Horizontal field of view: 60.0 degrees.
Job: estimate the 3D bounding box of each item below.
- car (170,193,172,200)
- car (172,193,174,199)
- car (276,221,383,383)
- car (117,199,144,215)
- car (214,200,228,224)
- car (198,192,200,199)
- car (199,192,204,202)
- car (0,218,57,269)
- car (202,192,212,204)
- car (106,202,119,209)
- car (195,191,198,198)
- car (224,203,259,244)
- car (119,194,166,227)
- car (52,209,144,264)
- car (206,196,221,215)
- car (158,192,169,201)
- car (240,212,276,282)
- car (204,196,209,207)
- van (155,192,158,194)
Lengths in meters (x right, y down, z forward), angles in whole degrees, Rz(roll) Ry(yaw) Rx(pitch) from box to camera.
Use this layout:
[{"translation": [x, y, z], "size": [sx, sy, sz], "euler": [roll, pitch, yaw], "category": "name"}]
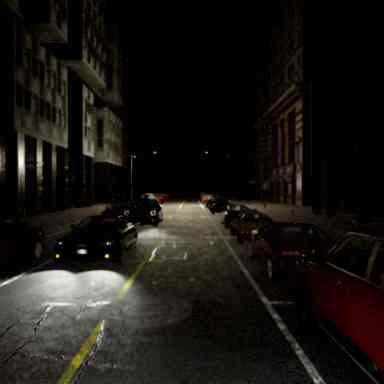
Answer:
[{"translation": [-5.901, 1.077, 71.048], "size": [1.967, 1.590, 4.097], "euler": [0, 0, 0], "category": "car"}, {"translation": [-5.912, 1.161, 76.651], "size": [2.008, 1.369, 4.403], "euler": [0, 0, 0], "category": "car"}, {"translation": [2.754, 1.293, 3.858], "size": [2.192, 1.841, 5.009], "euler": [0, 0, 0], "category": "car"}, {"translation": [-5.825, 1.415, 31.835], "size": [1.802, 1.307, 4.206], "euler": [0, 0, 0], "category": "car"}, {"translation": [2.722, 1.440, 20.665], "size": [2.008, 1.369, 4.403], "euler": [0, 0, 0], "category": "car"}, {"translation": [2.635, 1.187, 65.648], "size": [1.752, 1.417, 4.829], "euler": [0, 0, 0], "category": "car"}, {"translation": [2.657, 1.158, 54.273], "size": [1.967, 1.590, 4.097], "euler": [0, 0, 0], "category": "car"}, {"translation": [-5.781, 1.495, 9.427], "size": [1.887, 1.381, 4.507], "euler": [0, 0, 0], "category": "car"}, {"translation": [2.678, 1.214, 43.070], "size": [1.967, 1.590, 4.097], "euler": [0, 0, 0], "category": "car"}, {"translation": [-5.814, 1.444, 26.233], "size": [1.802, 1.307, 4.206], "euler": [0, 0, 0], "category": "car"}, {"translation": [2.601, 0.898, 82.281], "size": [2.192, 1.841, 5.009], "euler": [0, 0, 0], "category": "car"}, {"translation": [2.732, 1.443, 15.233], "size": [1.752, 1.417, 4.829], "euler": [0, 0, 0], "category": "car"}, {"translation": [-3.093, 1.237, 21.729], "size": [2.097, 1.767, 4.553], "euler": [0, 0, 0], "category": "car"}, {"translation": [-3.101, 1.503, 11.469], "size": [1.994, 1.385, 4.181], "euler": [0, 0, 1], "category": "car"}, {"translation": [2.700, 1.397, 31.868], "size": [1.947, 1.339, 4.313], "euler": [0, 0, 0], "category": "car"}, {"translation": [-5.880, 1.007, 59.844], "size": [2.192, 1.841, 5.009], "euler": [0, 0, 0], "category": "car"}, {"translation": [2.744, 1.493, 9.461], "size": [1.887, 1.381, 4.507], "euler": [0, 0, 0], "category": "car"}, {"translation": [2.690, 1.384, 37.470], "size": [1.802, 1.307, 4.206], "euler": [0, 0, 0], "category": "car"}, {"translation": [-5.847, 1.117, 43.038], "size": [1.690, 1.788, 3.998], "euler": [0, 0, 0], "category": "van"}]
